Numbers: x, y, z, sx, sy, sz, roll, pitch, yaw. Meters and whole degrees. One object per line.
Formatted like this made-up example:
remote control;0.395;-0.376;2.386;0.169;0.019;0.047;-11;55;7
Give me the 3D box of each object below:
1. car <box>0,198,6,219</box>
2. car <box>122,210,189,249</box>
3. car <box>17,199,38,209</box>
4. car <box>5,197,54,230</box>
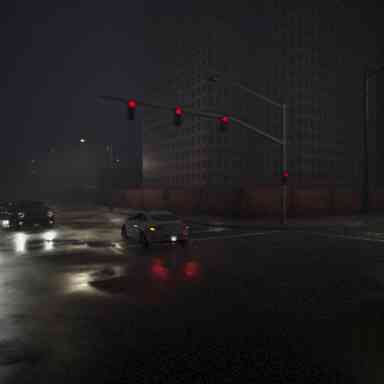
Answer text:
car;-15.705;1.550;29.093;2.033;1.411;5.357;0;0;-34
car;-1.698;1.526;14.679;1.812;1.442;4.674;0;0;-26
car;-22.711;1.604;45.768;1.895;1.301;4.718;0;0;-35
car;-10.335;1.353;21.288;2.097;1.767;4.553;0;0;-35
